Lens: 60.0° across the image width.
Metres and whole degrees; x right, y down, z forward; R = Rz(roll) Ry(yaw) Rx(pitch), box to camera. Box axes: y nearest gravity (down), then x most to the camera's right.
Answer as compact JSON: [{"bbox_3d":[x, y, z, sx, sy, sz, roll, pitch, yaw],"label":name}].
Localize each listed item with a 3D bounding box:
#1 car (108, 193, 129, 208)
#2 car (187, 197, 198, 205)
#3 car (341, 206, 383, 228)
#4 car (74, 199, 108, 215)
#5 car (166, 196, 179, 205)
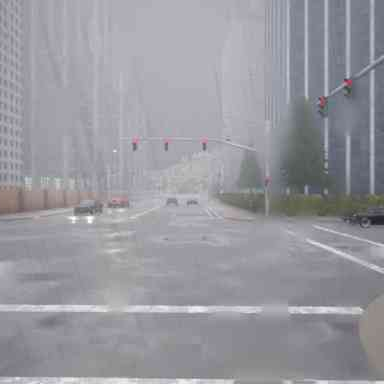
[{"bbox_3d":[-10.532,1.223,47.933,2.150,2.045,5.566,0,0,1],"label":"car"},{"bbox_3d":[0.057,1.601,58.411,1.895,1.301,4.718,0,0,0],"label":"car"},{"bbox_3d":[12.151,1.545,21.203,4.718,1.301,1.895,0,0,0],"label":"car"},{"bbox_3d":[-10.565,1.478,34.319,1.882,1.535,5.008,0,0,0],"label":"car"},{"bbox_3d":[-3.443,1.505,58.385,1.837,1.490,4.892,0,0,0],"label":"car"}]
